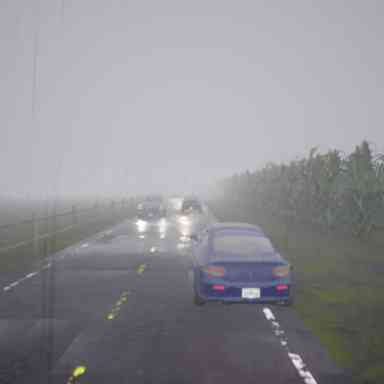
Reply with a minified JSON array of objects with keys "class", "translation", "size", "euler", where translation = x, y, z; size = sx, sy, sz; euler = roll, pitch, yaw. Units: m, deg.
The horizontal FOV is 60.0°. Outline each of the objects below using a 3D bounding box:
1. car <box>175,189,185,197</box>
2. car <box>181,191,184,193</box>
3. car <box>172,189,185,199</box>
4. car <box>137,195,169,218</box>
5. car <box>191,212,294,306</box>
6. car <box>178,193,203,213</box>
[{"class":"car","translation":[-2.974,0.167,82.591],"size":[2.150,2.045,5.566],"euler":[0,1,0]},{"class":"car","translation":[-0.084,0.976,45.753],"size":[1.994,1.385,4.181],"euler":[0,1,1]},{"class":"car","translation":[-2.941,0.641,67.131],"size":[1.837,1.490,4.892],"euler":[0,1,0]},{"class":"car","translation":[-2.917,1.021,25.651],"size":[2.097,1.767,4.553],"euler":[0,1,0]},{"class":"car","translation":[0.942,1.426,7.640],"size":[1.812,1.442,4.674],"euler":[0,1,0]},{"class":"car","translation":[-0.034,1.101,31.461],"size":[1.837,1.490,4.892],"euler":[0,1,1]}]
